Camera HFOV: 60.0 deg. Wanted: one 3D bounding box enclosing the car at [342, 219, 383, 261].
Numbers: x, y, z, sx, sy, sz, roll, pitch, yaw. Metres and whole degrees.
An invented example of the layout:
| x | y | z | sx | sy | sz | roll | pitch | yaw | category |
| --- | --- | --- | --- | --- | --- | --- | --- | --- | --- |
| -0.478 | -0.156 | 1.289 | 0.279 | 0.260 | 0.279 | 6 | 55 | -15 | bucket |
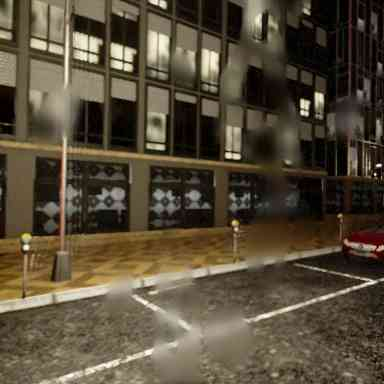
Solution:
| x | y | z | sx | sy | sz | roll | pitch | yaw | category |
| --- | --- | --- | --- | --- | --- | --- | --- | --- | --- |
| 6.912 | 1.613 | 11.475 | 4.206 | 1.307 | 1.802 | 0 | 1 | -35 | car |
